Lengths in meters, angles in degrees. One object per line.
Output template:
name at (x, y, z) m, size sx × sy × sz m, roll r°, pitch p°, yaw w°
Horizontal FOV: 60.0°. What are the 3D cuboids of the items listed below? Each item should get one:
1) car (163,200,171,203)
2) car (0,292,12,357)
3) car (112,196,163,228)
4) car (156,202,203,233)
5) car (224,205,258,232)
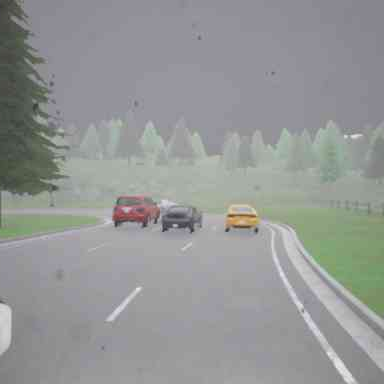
car at (-3.637, 1.607, 37.876) m, size 4.674 × 1.442 × 1.812 m, roll 0°, pitch -1°, yaw 41°
car at (-3.229, 1.211, 1.508) m, size 2.150 × 2.045 × 5.566 m, roll 0°, pitch 0°, yaw 2°
car at (-3.741, 1.264, 22.914) m, size 2.150 × 2.045 × 5.566 m, roll 1°, pitch 0°, yaw 5°
car at (-0.512, 1.555, 20.182) m, size 1.837 × 1.490 × 4.892 m, roll 1°, pitch 0°, yaw 9°
car at (3.071, 1.546, 20.971) m, size 1.882 × 1.535 × 5.008 m, roll 0°, pitch 0°, yaw 7°
